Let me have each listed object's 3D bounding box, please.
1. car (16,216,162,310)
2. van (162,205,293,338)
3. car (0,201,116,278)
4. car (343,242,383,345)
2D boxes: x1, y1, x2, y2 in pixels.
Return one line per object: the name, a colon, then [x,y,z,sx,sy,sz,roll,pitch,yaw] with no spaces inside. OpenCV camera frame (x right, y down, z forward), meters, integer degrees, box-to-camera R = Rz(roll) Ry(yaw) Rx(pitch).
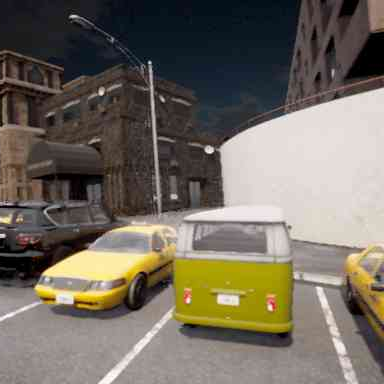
car: [-1.423,1.516,8.231,1.946,1.575,5.366,0,-1,16]
van: [1.094,1.285,6.785,1.878,1.987,4.442,0,-1,16]
car: [-3.801,1.289,10.184,2.435,2.045,5.566,0,-1,16]
car: [3.454,1.494,4.749,1.946,1.575,5.366,0,-1,16]
